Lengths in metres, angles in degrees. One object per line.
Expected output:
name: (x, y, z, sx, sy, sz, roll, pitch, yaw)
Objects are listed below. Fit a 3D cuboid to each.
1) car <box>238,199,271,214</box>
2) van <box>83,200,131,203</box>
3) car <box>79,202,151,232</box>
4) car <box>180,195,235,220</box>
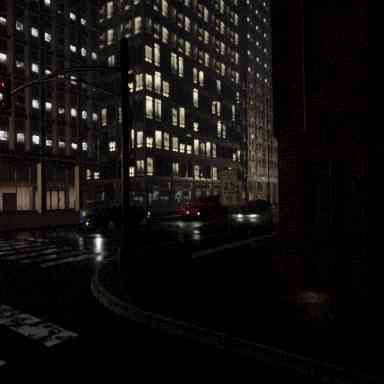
car: (7.260, 1.584, 37.477, 1.882, 1.535, 5.008, -1, -1, 36)
van: (-5.980, 1.460, 23.458, 1.690, 1.788, 3.998, -2, -1, 36)
car: (-4.633, 1.571, 20.925, 1.837, 1.490, 4.892, -1, -1, 33)
car: (1.256, 1.307, 29.115, 2.150, 2.045, 5.566, -1, -1, 36)
